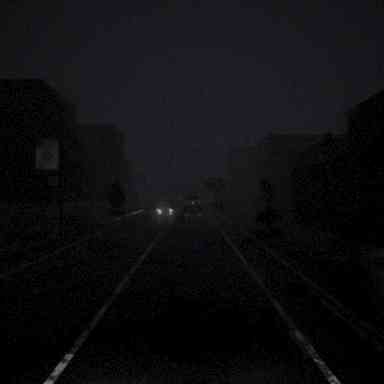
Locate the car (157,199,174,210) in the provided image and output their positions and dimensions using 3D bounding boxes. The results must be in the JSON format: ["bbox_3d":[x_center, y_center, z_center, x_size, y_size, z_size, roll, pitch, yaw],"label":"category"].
[{"bbox_3d":[-3.573,1.694,45.896,1.812,1.442,4.674,0,0,0],"label":"car"}]

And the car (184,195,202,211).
[{"bbox_3d":[0.119,1.379,43.082,2.150,2.045,5.566,0,0,0],"label":"car"}]
